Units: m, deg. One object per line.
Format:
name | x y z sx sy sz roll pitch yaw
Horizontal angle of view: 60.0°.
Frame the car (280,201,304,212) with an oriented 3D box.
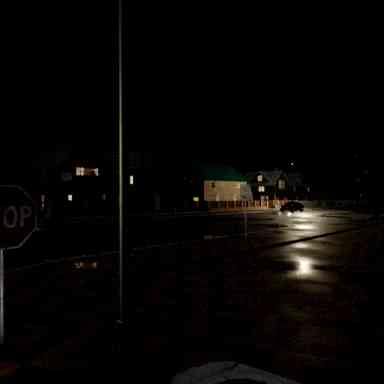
car | 14.631 2.165 48.640 1.837 1.490 4.892 -1 -1 43
